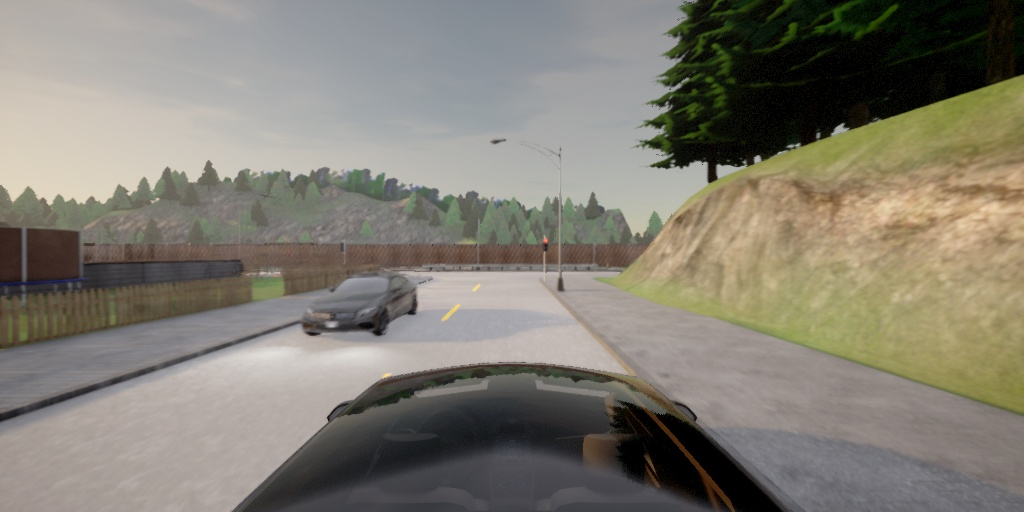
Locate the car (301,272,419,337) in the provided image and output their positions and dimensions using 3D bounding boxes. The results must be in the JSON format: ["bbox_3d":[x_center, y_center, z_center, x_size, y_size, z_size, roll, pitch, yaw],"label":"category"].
[{"bbox_3d":[-4.002,1.212,10.293,1.812,1.442,4.674,0,1,0],"label":"car"}]
